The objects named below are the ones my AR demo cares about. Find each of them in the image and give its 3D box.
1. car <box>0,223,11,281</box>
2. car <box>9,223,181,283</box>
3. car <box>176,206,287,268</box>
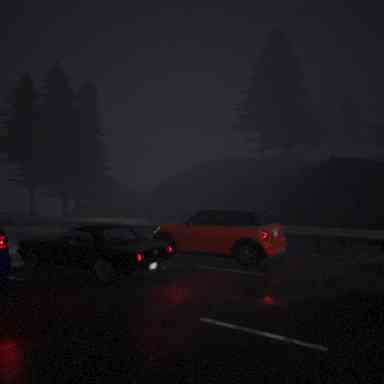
[{"bbox_3d":[-6.640,1.268,7.713,5.566,2.045,2.150,0,0,28],"label":"car"},{"bbox_3d":[-2.899,1.612,9.622,4.718,1.301,1.895,0,0,31],"label":"car"},{"bbox_3d":[0.771,1.328,11.395,4.553,1.767,2.097,0,0,32],"label":"car"}]
